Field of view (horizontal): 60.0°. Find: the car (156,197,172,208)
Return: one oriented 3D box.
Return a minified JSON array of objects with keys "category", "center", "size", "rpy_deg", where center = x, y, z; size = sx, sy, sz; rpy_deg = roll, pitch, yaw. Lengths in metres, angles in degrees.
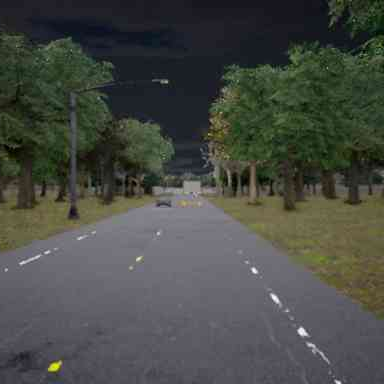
[{"category":"car","center":[-3.598,1.333,43.458],"size":[2.033,1.411,5.357],"rpy_deg":[0,0,0]}]

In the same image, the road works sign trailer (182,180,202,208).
[{"category":"road works sign trailer","center":[-0.016,0.251,43.364],"size":[2.380,3.560,2.880],"rpy_deg":[0,0,0]}]
